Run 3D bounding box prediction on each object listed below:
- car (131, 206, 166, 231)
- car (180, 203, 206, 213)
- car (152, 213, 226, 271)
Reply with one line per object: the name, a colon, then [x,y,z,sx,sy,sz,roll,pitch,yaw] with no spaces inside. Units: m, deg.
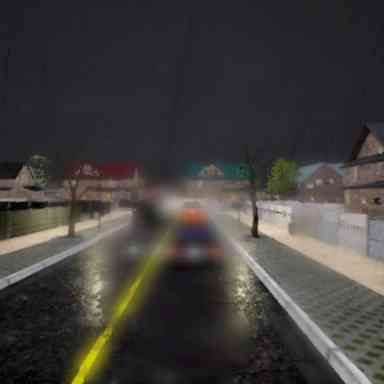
car: [-2.839,1.723,22.540,1.882,1.535,5.008,0,-1,0]
car: [0.071,1.653,27.576,2.097,1.767,4.553,0,-1,0]
car: [0.066,1.668,11.274,2.033,1.411,5.357,0,-1,0]
